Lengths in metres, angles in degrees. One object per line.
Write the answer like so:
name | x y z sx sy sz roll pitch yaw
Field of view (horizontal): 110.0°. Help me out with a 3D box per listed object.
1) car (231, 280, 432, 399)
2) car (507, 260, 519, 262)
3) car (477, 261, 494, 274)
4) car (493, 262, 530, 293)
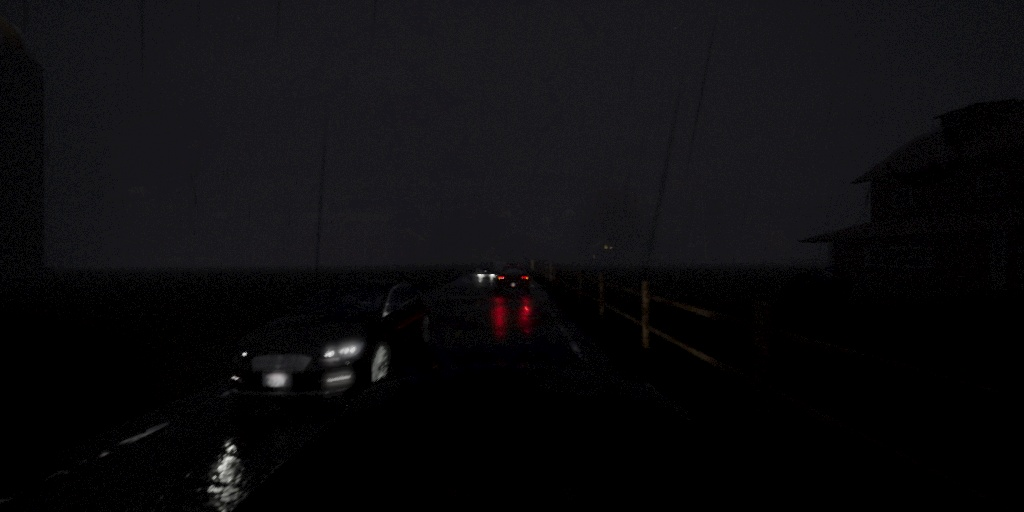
car | -2.841 1.237 6.785 2.128 1.511 4.902 0 0 0
car | 0.092 1.217 39.676 2.128 1.511 4.902 0 0 0
car | -2.840 1.274 41.175 2.033 1.411 5.357 0 0 0
car | 0.071 1.257 20.356 1.812 1.442 4.674 0 0 0
